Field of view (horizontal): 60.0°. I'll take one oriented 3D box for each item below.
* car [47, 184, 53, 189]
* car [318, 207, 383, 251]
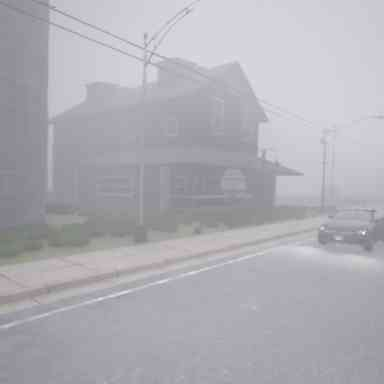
[{"bbox_3d":[-34.694,-1.334,80.685,4.674,1.442,1.812,3,2,40],"label":"car"},{"bbox_3d":[6.805,1.388,13.728,1.812,1.442,4.674,3,2,41],"label":"car"}]
